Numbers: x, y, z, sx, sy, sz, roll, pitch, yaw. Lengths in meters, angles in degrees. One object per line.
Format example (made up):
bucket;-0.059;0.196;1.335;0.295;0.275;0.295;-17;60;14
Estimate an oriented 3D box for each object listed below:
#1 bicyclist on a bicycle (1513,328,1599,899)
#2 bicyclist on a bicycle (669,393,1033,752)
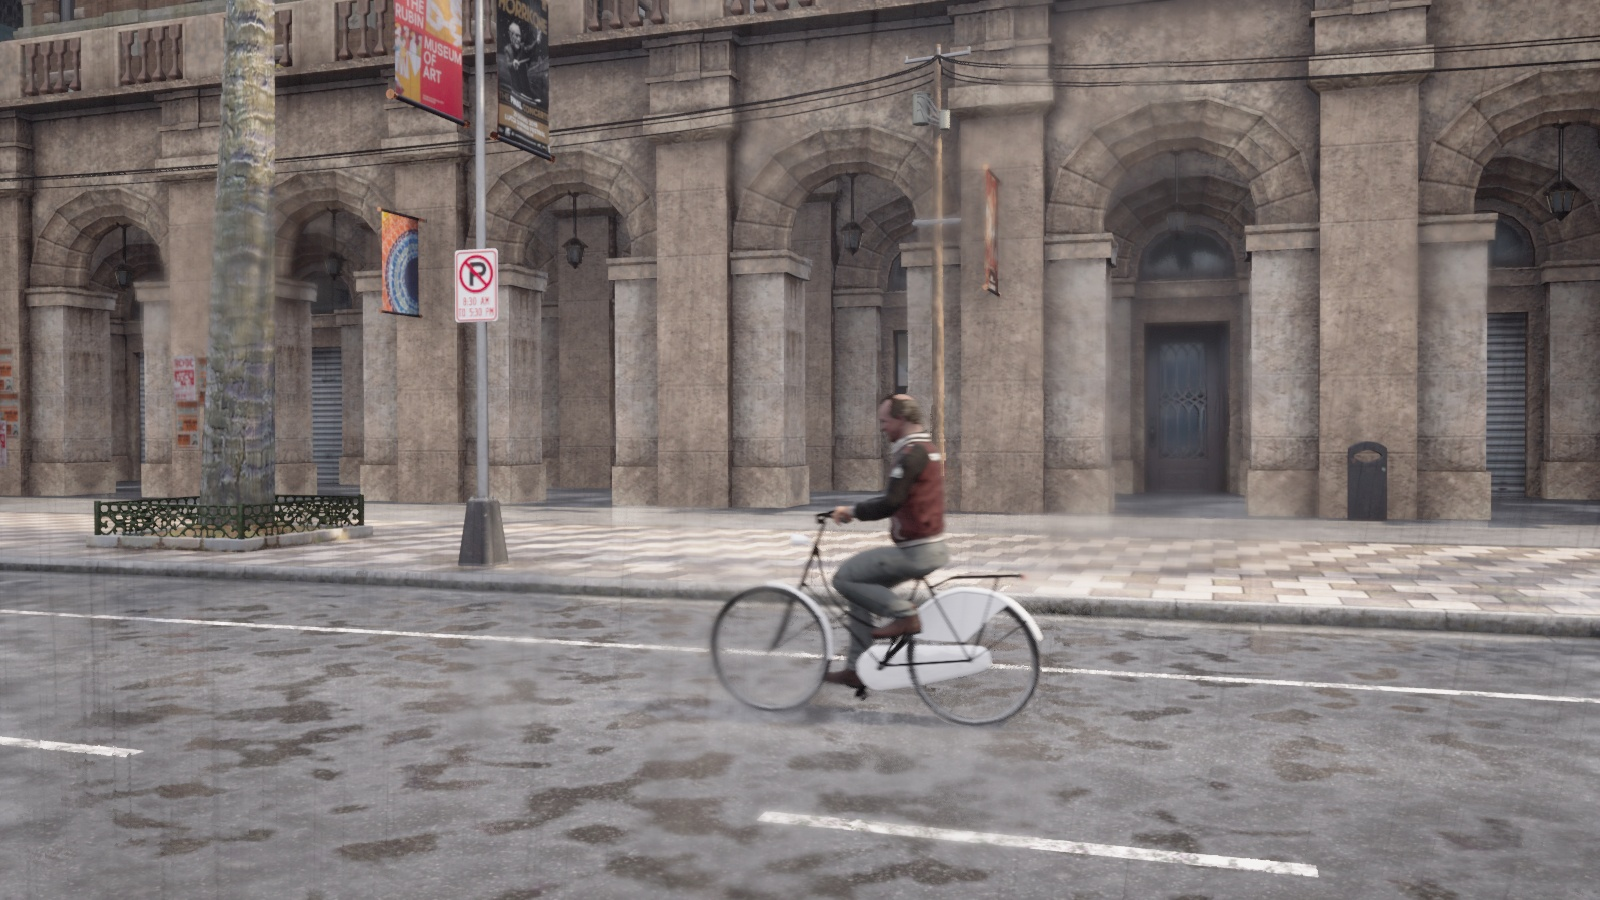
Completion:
bicyclist on a bicycle;2.459;0.669;2.360;1.843;1.776;0.659;1;1;19
bicyclist on a bicycle;0.275;0.589;6.789;1.843;1.776;0.659;1;1;18
